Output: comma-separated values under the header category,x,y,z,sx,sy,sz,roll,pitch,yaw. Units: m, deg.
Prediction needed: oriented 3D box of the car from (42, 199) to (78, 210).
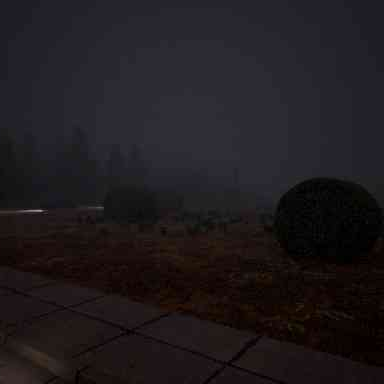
category,x,y,z,sx,sy,sz,roll,pitch,yaw
car,-16.737,1.555,42.309,1.994,1.385,4.181,0,0,37
